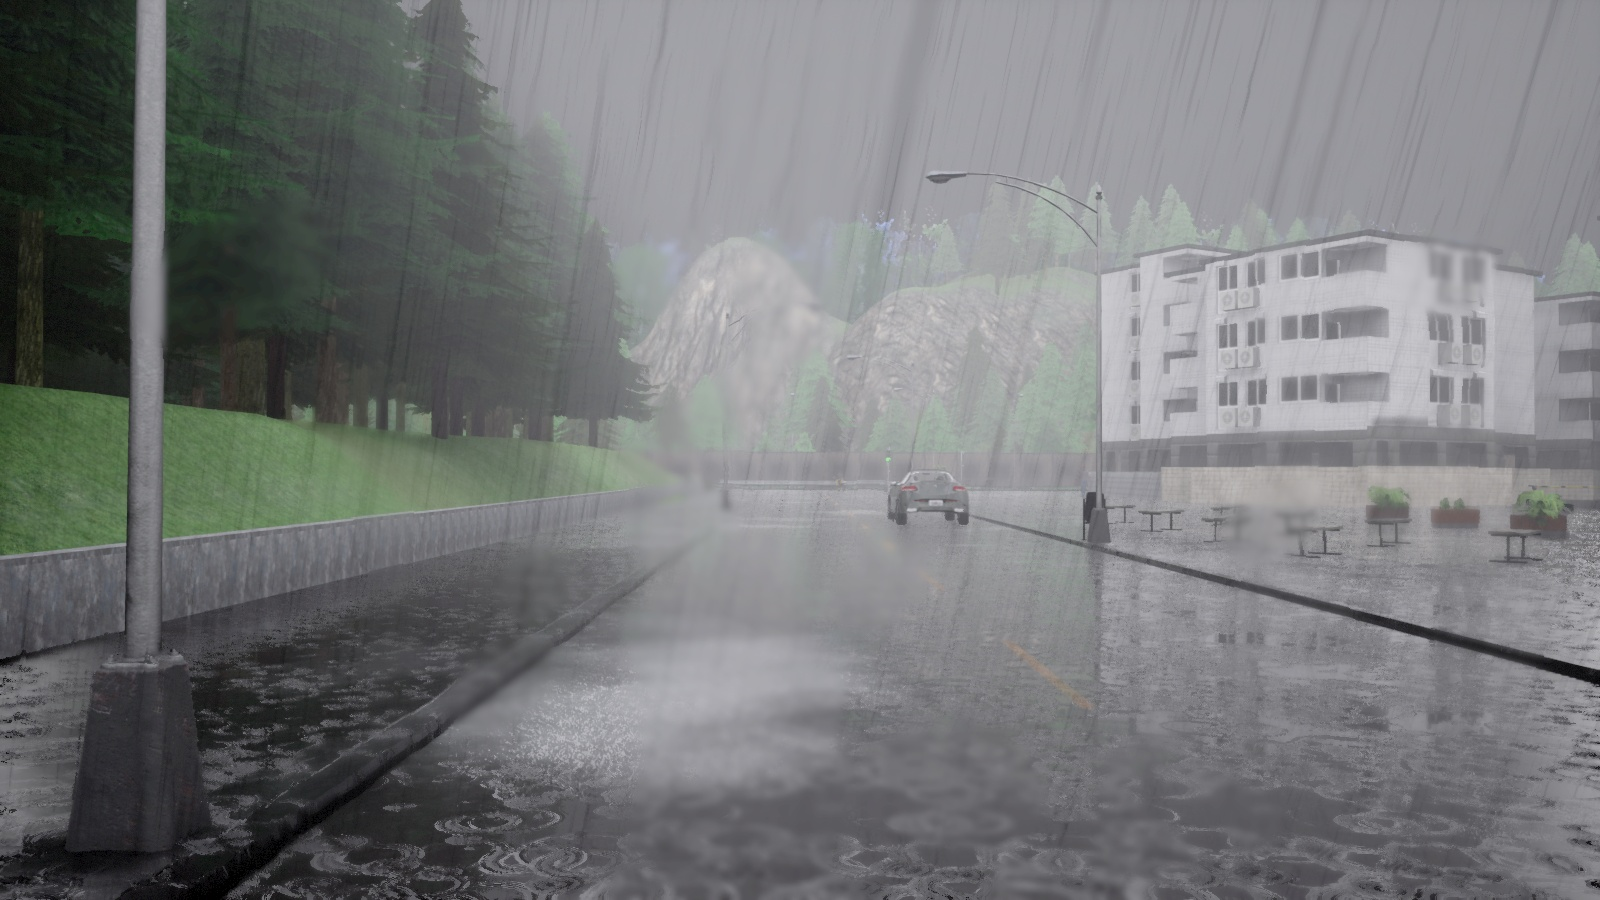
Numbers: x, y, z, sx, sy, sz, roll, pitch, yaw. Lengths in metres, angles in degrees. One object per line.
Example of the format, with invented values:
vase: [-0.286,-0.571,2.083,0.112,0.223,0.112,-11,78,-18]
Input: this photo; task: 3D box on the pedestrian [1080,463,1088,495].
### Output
pedestrian: [16.225,1.662,71.761,0.354,1.836,0.706,0,-1,9]

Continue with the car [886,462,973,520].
car: [3.913,1.226,38.713,2.152,1.651,5.027,0,-1,0]
